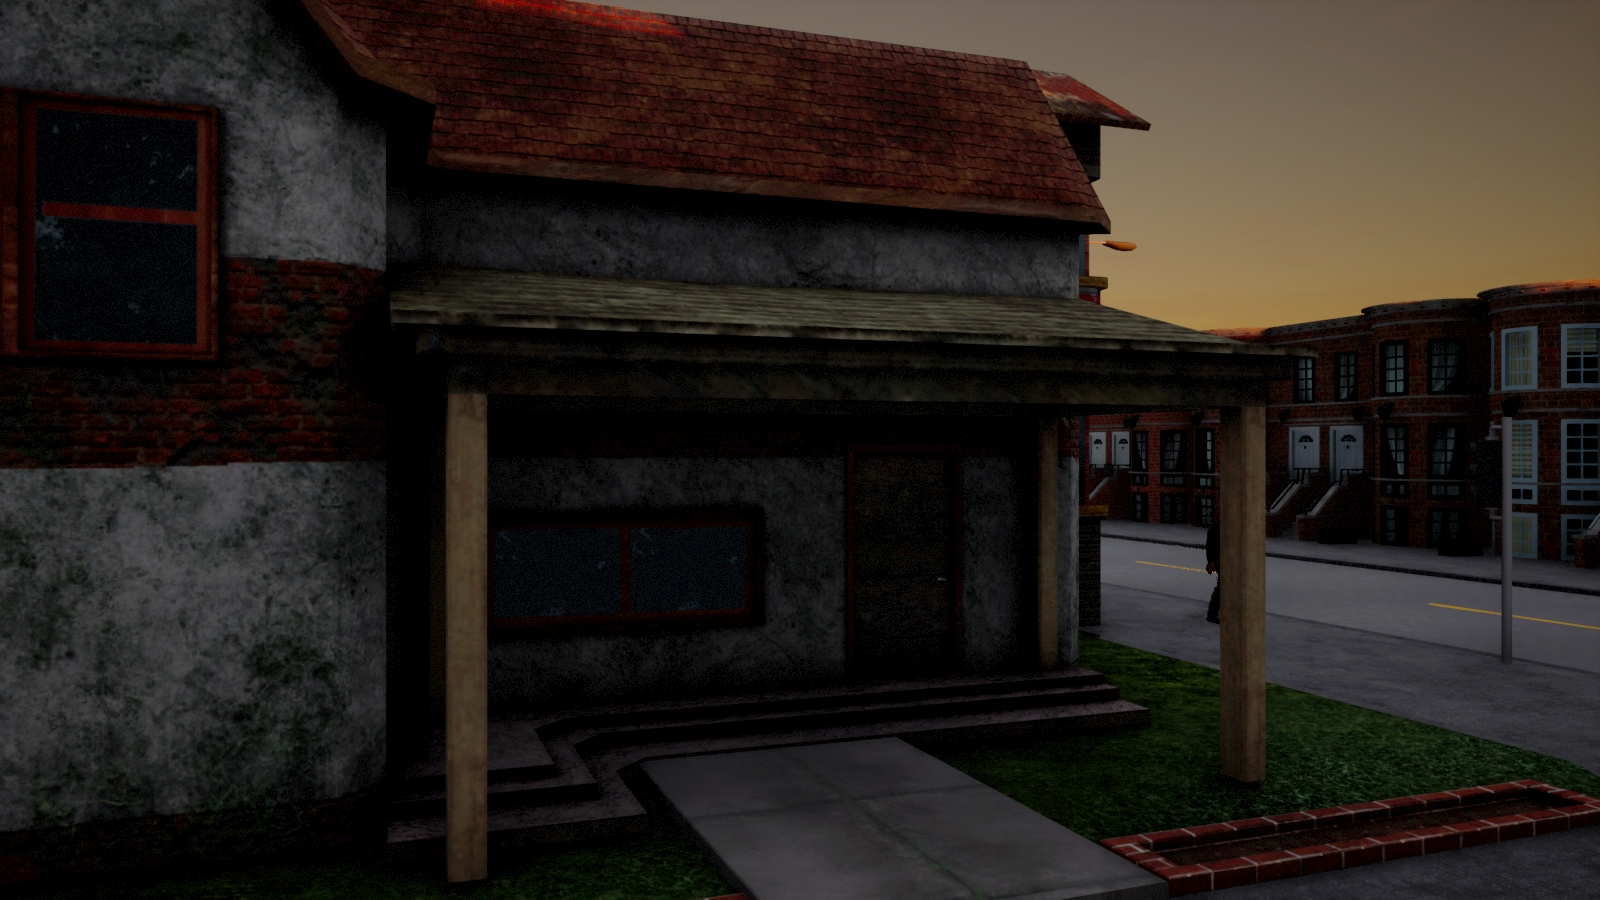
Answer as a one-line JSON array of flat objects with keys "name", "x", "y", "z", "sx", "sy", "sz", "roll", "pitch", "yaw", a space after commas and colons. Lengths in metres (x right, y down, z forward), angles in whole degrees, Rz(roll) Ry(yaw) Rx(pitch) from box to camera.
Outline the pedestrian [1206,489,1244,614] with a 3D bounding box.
[{"name": "pedestrian", "x": 6.464, "y": 1.524, "z": 17.378, "sx": 0.375, "sy": 1.860, "sz": 0.375, "roll": 0, "pitch": 0, "yaw": -23}]
